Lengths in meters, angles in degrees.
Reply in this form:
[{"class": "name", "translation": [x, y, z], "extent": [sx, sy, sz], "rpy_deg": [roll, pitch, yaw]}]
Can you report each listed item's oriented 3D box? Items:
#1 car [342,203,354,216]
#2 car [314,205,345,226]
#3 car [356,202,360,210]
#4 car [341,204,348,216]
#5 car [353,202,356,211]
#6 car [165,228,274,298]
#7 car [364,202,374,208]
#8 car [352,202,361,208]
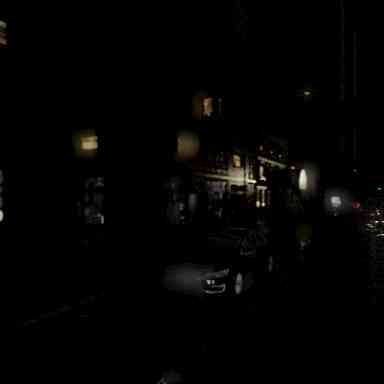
[{"class": "car", "translation": [19.413, 2.376, 42.873], "extent": [1.947, 1.339, 4.313], "rpy_deg": [0, -1, 29]}, {"class": "car", "translation": [11.503, 2.066, 28.314], "extent": [2.008, 1.369, 4.403], "rpy_deg": [0, -1, 29]}, {"class": "car", "translation": [29.959, 2.787, 62.287], "extent": [1.802, 1.307, 4.206], "rpy_deg": [0, -1, 29]}, {"class": "car", "translation": [14.140, 2.158, 33.168], "extent": [1.887, 1.381, 4.507], "rpy_deg": [0, -1, 29]}, {"class": "car", "translation": [22.050, 2.349, 47.729], "extent": [1.967, 1.590, 4.097], "rpy_deg": [0, -1, 29]}, {"class": "car", "translation": [0.957, 1.682, 8.901], "extent": [2.008, 1.369, 4.403], "rpy_deg": [0, -1, 29]}, {"class": "car", "translation": [42.288, 3.069, 79.338], "extent": [1.882, 1.535, 5.008], "rpy_deg": [0, -1, 28]}, {"class": "car", "translation": [40.505, 3.186, 81.701], "extent": [1.802, 1.307, 4.206], "rpy_deg": [0, -1, 29]}]
